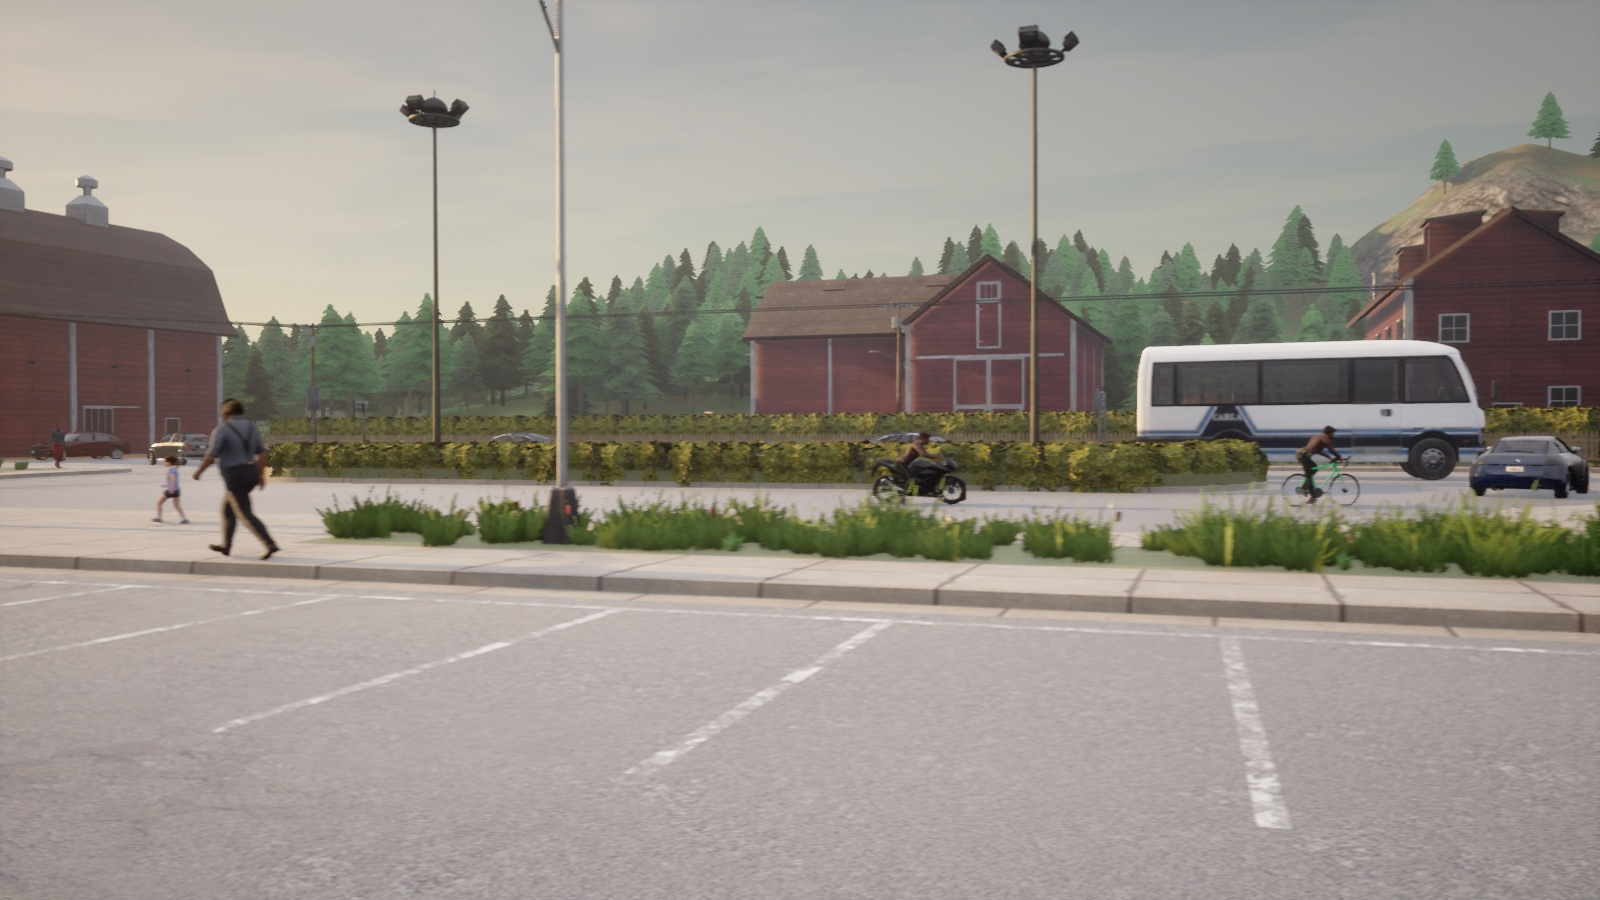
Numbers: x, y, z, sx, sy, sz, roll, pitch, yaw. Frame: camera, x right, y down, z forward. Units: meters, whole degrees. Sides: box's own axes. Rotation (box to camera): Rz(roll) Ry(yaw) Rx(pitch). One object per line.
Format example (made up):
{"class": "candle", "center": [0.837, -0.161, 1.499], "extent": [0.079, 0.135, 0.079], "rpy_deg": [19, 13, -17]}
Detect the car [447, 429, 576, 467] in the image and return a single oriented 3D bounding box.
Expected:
{"class": "car", "center": [-12.182, -0.113, 53.078], "extent": [4.902, 1.511, 2.128], "rpy_deg": [1, 1, 19]}

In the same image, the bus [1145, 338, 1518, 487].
{"class": "bus", "center": [16.272, -1.119, 39.381], "extent": [10.273, 4.253, 3.944], "rpy_deg": [0, 1, 19]}

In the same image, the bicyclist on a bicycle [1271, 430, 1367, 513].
{"class": "bicyclist on a bicycle", "center": [10.305, 0.419, 24.937], "extent": [1.656, 1.620, 0.582], "rpy_deg": [0, 1, -6]}

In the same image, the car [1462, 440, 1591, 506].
{"class": "car", "center": [17.003, 0.485, 29.309], "extent": [1.994, 1.385, 4.181], "rpy_deg": [1, 1, 39]}

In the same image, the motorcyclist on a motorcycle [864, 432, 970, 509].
{"class": "motorcyclist on a motorcycle", "center": [2.427, 0.402, 25.967], "extent": [2.044, 1.523, 0.797], "rpy_deg": [1, 1, 19]}

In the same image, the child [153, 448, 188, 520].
{"class": "child", "center": [-9.769, 0.522, 19.490], "extent": [0.394, 1.110, 0.255], "rpy_deg": [0, 1, 5]}

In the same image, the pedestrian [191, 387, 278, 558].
{"class": "pedestrian", "center": [-6.270, 0.235, 13.933], "extent": [0.694, 1.848, 0.540], "rpy_deg": [1, 1, 19]}

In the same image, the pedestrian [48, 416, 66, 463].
{"class": "pedestrian", "center": [-28.979, -0.412, 48.985], "extent": [0.614, 1.847, 0.353], "rpy_deg": [1, 1, 35]}

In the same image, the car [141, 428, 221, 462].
{"class": "car", "center": [-29.473, -0.267, 59.810], "extent": [3.705, 1.549, 1.789], "rpy_deg": [1, 1, 34]}

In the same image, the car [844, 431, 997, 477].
{"class": "car", "center": [4.189, 0.099, 43.634], "extent": [4.902, 1.511, 2.128], "rpy_deg": [1, 1, 19]}

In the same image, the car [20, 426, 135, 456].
{"class": "car", "center": [-38.268, -0.498, 66.649], "extent": [1.882, 1.535, 5.008], "rpy_deg": [0, 1, 28]}
